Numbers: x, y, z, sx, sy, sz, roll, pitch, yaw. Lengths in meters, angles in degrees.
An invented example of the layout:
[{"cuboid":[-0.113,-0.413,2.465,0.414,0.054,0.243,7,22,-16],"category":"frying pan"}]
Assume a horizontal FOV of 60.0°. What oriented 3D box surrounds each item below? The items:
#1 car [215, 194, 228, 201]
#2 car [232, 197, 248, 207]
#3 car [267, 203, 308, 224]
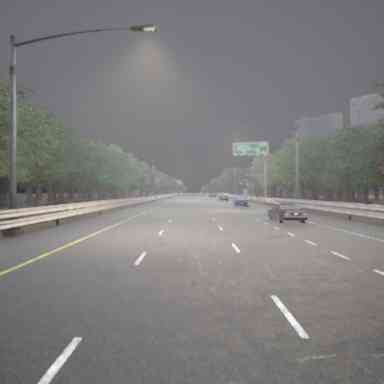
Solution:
[{"cuboid":[7.311,1.317,78.613,2.097,1.767,4.553,0,0,0],"category":"car"},{"cuboid":[7.151,1.485,49.812,1.882,1.535,5.008,0,0,0],"category":"car"},{"cuboid":[7.042,1.552,24.954,2.033,1.411,5.357,0,0,0],"category":"car"}]
